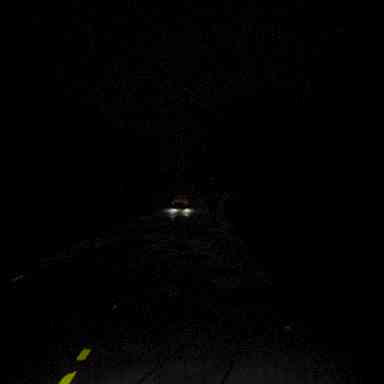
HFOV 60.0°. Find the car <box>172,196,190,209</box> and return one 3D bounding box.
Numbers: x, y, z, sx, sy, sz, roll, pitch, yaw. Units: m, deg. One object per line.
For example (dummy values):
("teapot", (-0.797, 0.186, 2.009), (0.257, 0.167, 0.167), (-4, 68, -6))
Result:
("car", (-1.291, 1.177, 40.672), (1.882, 1.535, 5.008), (0, 0, 5))

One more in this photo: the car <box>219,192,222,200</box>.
("car", (5.689, 1.008, 74.501), (1.882, 1.535, 5.008), (0, 0, 7))

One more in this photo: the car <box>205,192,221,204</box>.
("car", (3.175, 1.178, 54.230), (2.033, 1.411, 5.357), (0, 0, 7))

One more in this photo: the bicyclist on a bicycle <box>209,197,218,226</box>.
("bicyclist on a bicycle", (1.331, 1.288, 20.637), (0.582, 1.620, 1.656), (0, 0, 2))
